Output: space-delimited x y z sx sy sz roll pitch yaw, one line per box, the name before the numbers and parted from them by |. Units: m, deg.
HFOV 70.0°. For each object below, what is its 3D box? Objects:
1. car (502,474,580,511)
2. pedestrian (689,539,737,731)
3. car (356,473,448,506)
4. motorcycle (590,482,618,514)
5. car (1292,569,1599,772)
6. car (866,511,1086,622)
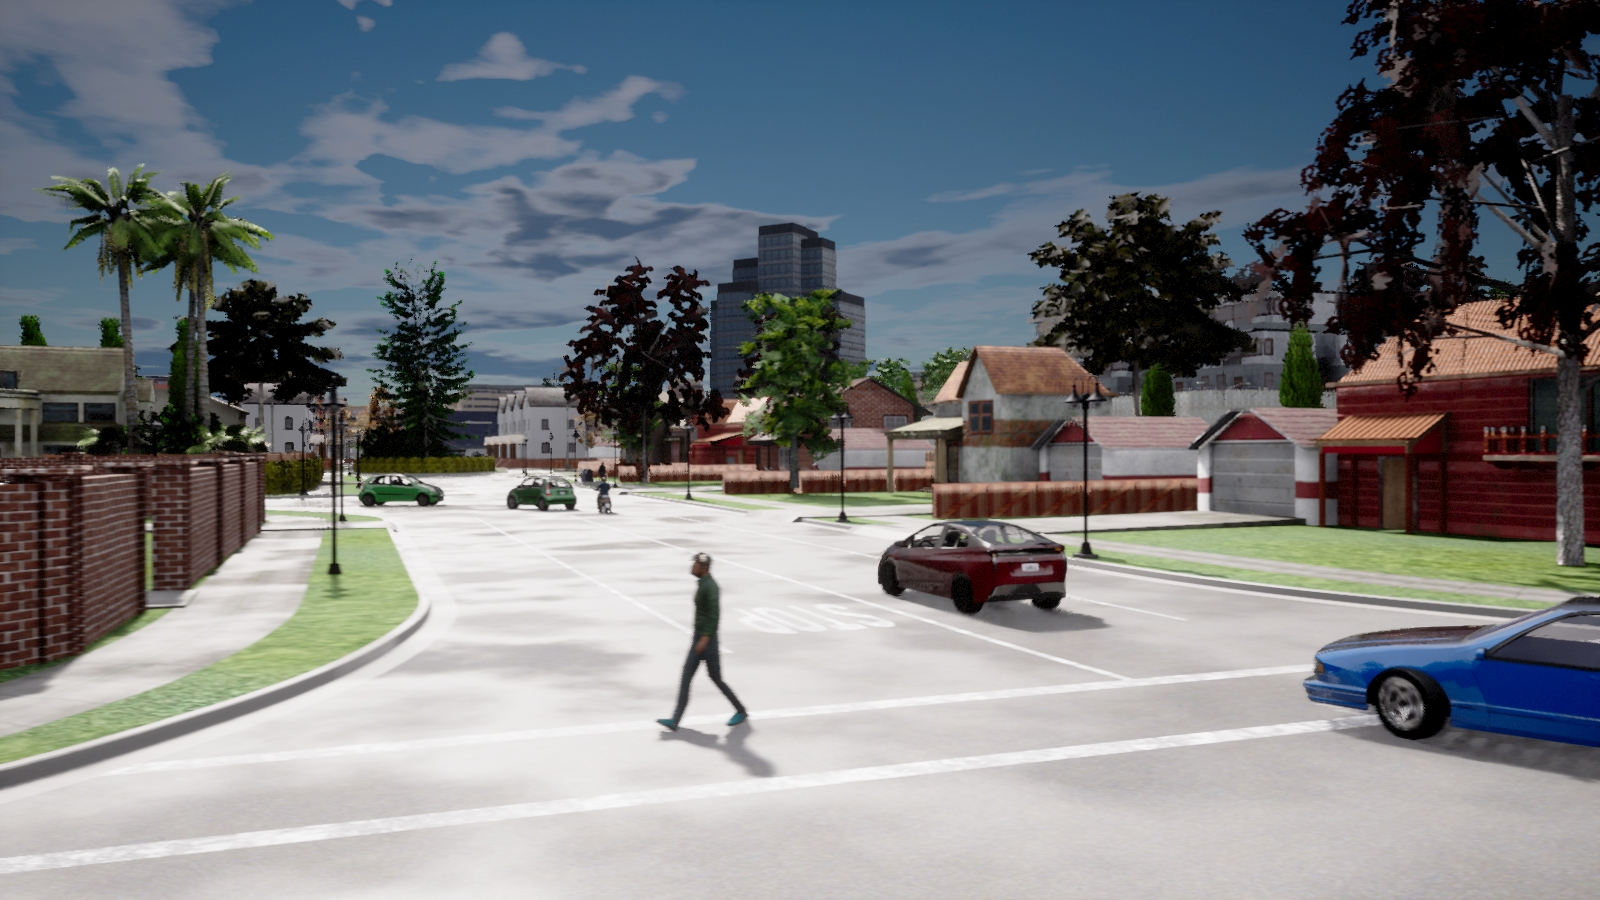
car | -12.449 2.024 54.788 1.851 1.617 3.988 0 0 -45
pedestrian | -0.880 1.845 11.524 0.375 1.860 0.375 0 0 -24
car | -20.000 1.984 57.458 3.988 1.617 1.851 0 0 0
motorcycle | -8.821 2.142 51.296 0.856 1.341 1.805 0 0 -22
car | 7.627 2.057 10.474 5.357 1.411 2.033 0 0 43
car | 3.067 2.018 20.993 2.007 1.525 4.514 0 0 -21
